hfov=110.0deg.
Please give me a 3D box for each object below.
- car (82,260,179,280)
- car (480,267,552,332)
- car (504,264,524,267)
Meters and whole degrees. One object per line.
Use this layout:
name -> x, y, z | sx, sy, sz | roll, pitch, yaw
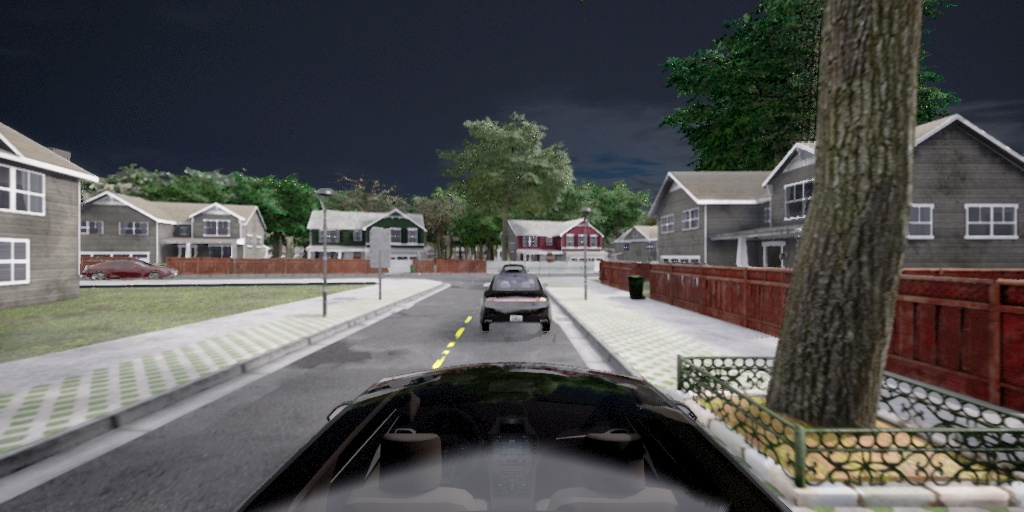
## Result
car -> -26.021, 0.993, 24.611 | 4.674, 1.442, 1.812 | 1, 0, -20
car -> 0.099, 1.255, 10.885 | 2.128, 1.511, 4.902 | 0, 0, 0
car -> 0.113, 1.283, 23.905 | 1.837, 1.490, 4.892 | 0, 0, 0
